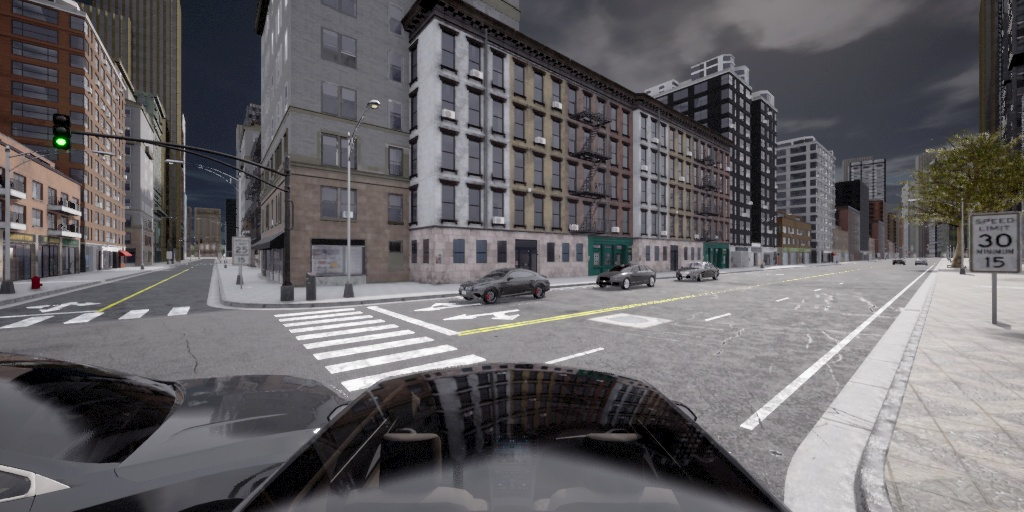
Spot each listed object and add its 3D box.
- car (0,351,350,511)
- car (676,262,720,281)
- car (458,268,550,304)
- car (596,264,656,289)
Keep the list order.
[{"bbox_3d":[-3.242,1.257,1.617,4.892,1.490,1.837,0,0,-35],"label":"car"},{"bbox_3d":[15.311,1.233,29.507,4.902,1.511,2.128,0,0,-40],"label":"car"},{"bbox_3d":[-0.237,1.285,16.625,4.674,1.442,1.812,0,0,-40],"label":"car"},{"bbox_3d":[7.379,1.256,22.941,4.892,1.490,1.837,0,0,-40],"label":"car"}]
